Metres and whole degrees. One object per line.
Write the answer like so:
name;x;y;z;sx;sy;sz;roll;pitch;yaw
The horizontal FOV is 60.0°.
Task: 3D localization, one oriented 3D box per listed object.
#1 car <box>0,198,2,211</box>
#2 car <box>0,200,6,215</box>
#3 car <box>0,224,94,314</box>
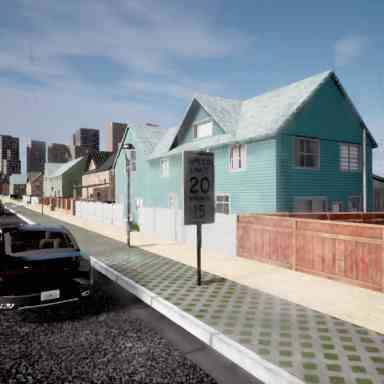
car;-25.161;1.508;41.765;2.128;1.511;4.902;0;0;-32
car;-19.598;1.504;33.016;2.128;1.511;4.902;0;0;-31
car;-3.703;1.507;7.710;1.837;1.490;4.892;0;0;-32
